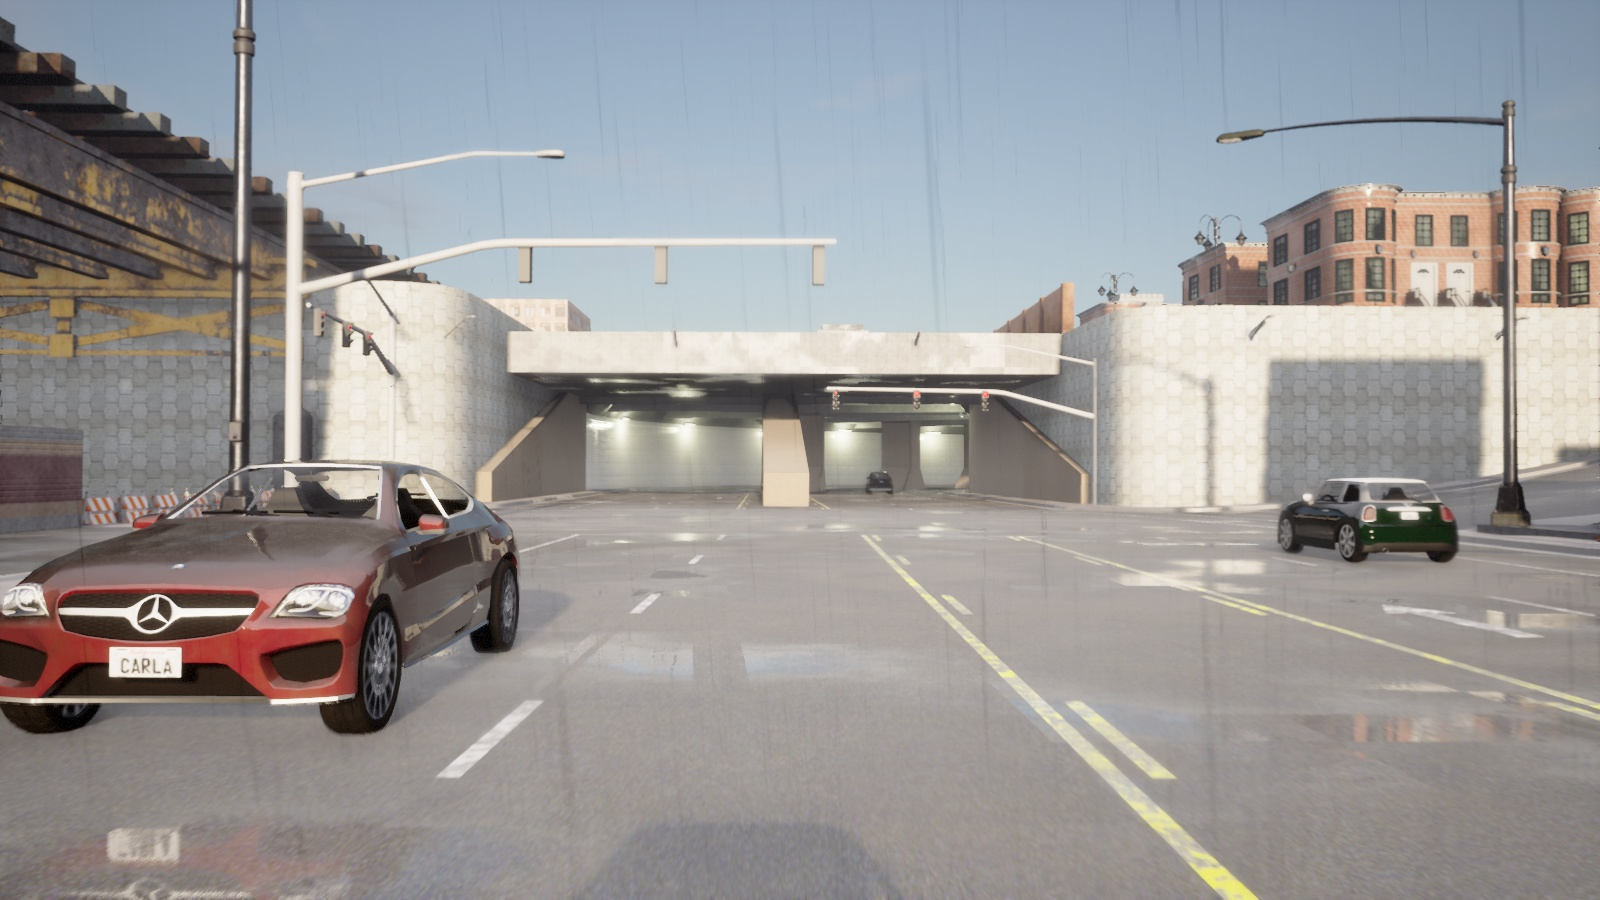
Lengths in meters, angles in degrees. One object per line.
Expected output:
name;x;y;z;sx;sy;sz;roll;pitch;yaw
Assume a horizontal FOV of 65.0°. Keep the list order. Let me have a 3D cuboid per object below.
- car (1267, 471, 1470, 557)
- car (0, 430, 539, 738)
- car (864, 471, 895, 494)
car;10.470;1.131;23.467;1.970;1.475;3.806;0;-1;-1
car;-3.523;0.763;9.274;2.152;1.651;5.027;0;-1;0
car;5.442;2.214;86.162;1.789;1.549;3.705;0;-1;-1
